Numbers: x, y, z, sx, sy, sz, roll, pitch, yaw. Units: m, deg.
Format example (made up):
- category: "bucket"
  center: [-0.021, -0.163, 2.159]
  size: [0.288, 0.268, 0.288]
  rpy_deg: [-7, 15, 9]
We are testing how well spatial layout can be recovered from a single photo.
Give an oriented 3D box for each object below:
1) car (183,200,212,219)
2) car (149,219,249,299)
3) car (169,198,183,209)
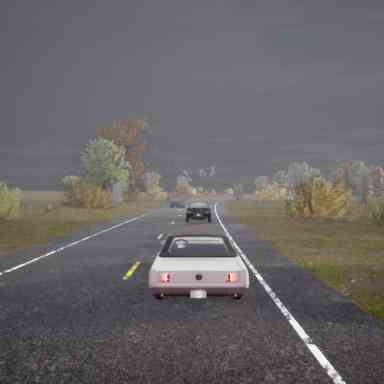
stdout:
- category: "car"
  center: [0.539, 1.482, 26.057]
  size: [1.882, 1.535, 5.008]
  rpy_deg: [0, 0, 2]
- category: "car"
  center: [0.134, 1.603, 8.367]
  size: [1.895, 1.301, 4.718]
  rpy_deg: [0, 0, 0]
- category: "car"
  center: [-2.034, 1.550, 46.873]
  size: [2.033, 1.411, 5.357]
  rpy_deg: [0, 0, 4]
